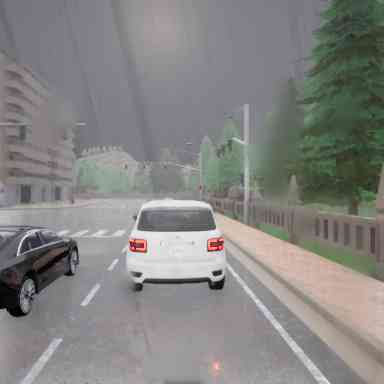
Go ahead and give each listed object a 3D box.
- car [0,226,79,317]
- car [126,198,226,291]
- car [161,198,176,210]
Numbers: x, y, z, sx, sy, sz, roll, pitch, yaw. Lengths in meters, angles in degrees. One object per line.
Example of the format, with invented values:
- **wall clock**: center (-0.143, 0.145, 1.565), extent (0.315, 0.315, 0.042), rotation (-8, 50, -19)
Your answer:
- **car**: center (-3.966, 1.492, 7.390), extent (2.128, 1.511, 4.902), rotation (0, 0, -3)
- **car**: center (-0.473, 1.221, 9.169), extent (2.150, 2.045, 5.566), rotation (0, 0, -4)
- **car**: center (-3.136, 1.526, 44.406), extent (1.812, 1.442, 4.674), rotation (0, 0, -4)
